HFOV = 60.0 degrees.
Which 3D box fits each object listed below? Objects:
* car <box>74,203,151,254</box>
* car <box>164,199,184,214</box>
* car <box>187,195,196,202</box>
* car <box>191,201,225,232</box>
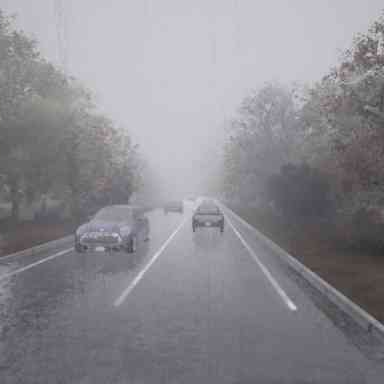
[{"bbox_3d":[-3.030,1.356,13.558,2.097,1.767,4.553,1,0,3],"label":"car"},{"bbox_3d":[-1.887,1.590,36.424,1.837,1.490,4.892,1,-1,3],"label":"car"},{"bbox_3d":[-0.163,1.403,73.702,1.882,1.535,5.008,1,0,3],"label":"car"},{"bbox_3d":[0.995,1.558,20.672,2.128,1.511,4.902,1,0,3],"label":"car"}]
